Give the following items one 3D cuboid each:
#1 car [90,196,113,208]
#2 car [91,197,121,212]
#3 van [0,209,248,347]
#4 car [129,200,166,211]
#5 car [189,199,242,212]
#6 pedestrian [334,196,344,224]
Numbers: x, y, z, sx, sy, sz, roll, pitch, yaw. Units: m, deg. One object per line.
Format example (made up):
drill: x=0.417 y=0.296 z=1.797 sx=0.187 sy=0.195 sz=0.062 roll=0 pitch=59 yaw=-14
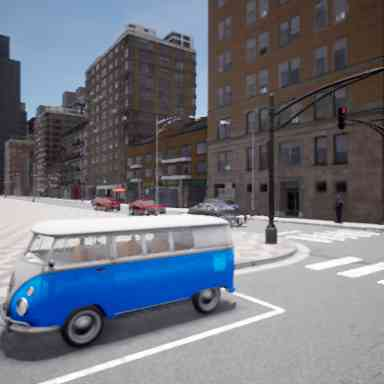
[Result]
car: x=-13.793 y=1.454 z=50.483 sx=1.882 sy=1.535 sz=5.008 roll=0 pitch=0 yaw=-35
car: x=-10.081 y=1.466 z=39.585 sx=1.882 sy=1.535 sz=5.008 roll=0 pitch=0 yaw=-34
van: x=-1.046 y=1.345 z=6.020 sx=3.998 sy=1.788 sz=1.690 roll=0 pitch=0 yaw=-36
car: x=-4.205 y=1.468 z=31.060 sx=1.882 sy=1.535 sz=5.008 roll=0 pitch=0 yaw=-35
car: x=1.636 y=1.480 z=22.581 sx=2.128 sy=1.511 sz=4.902 roll=0 pitch=0 yaw=-36
pedestrian: x=9.694 y=1.138 z=21.903 sx=0.375 sy=1.860 sz=0.375 roll=0 pitch=0 yaw=-35
